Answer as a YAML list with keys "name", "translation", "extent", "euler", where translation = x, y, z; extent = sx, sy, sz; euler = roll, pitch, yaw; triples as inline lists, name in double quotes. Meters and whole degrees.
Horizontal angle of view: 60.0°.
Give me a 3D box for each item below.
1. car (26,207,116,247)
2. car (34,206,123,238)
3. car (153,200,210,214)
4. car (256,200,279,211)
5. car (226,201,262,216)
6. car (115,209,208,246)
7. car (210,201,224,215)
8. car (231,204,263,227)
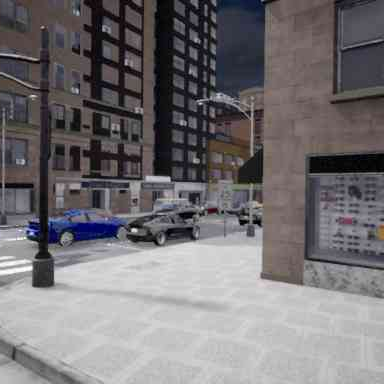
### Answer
- name: "car"
  translation: [-5.227, 1.610, 15.955]
  extent: [1.882, 1.535, 5.008]
  euler: [1, 0, 37]
- name: "car"
  translation: [-6.479, 1.627, 19.473]
  extent: [1.812, 1.442, 4.674]
  euler: [1, 0, 37]
- name: "car"
  translation: [-1.015, 1.666, 27.066]
  extent: [2.128, 1.511, 4.902]
  euler: [1, 0, 36]
- name: "car"
  translation: [11.011, 1.924, 48.180]
  extent: [1.802, 1.307, 4.206]
  euler: [0, 0, 36]
- name: "car"
  translation: [5.084, 1.807, 35.529]
  extent: [2.033, 1.411, 5.357]
  euler: [1, 0, 36]
- name: "car"
  translation: [-1.338, 1.760, 16.433]
  extent: [1.947, 1.339, 4.313]
  euler: [0, 0, 36]
- name: "car"
  translation: [1.379, 1.638, 34.797]
  extent: [1.967, 1.590, 4.097]
  euler: [1, 0, 36]
- name: "car"
  translation: [5.085, 1.846, 25.355]
  extent: [1.947, 1.339, 4.313]
  euler: [0, 0, 36]
